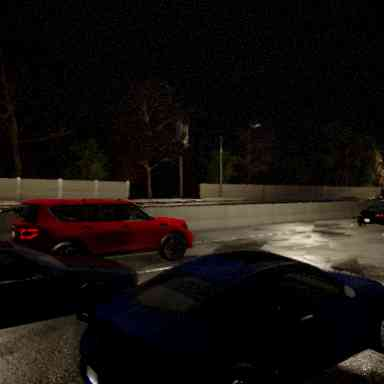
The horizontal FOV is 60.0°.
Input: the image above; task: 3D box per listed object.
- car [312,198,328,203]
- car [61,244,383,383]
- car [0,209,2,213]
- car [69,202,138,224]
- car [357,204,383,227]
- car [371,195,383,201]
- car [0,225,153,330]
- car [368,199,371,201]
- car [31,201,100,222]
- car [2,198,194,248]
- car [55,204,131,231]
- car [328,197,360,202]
[{"bbox_3d":[21.548,1.597,53.730,4.718,1.301,1.895,0,0,-35],"label":"car"},{"bbox_3d":[0.953,1.523,4.430,4.674,1.442,1.812,0,0,-36],"label":"car"},{"bbox_3d":[-13.685,1.546,28.632,5.357,1.411,2.033,0,0,-35],"label":"car"},{"bbox_3d":[-6.639,1.521,25.070,4.674,1.442,1.812,0,0,-35],"label":"car"},{"bbox_3d":[12.292,1.511,21.136,4.674,1.442,1.812,0,0,-36],"label":"car"},{"bbox_3d":[26.860,1.215,44.646,5.566,2.045,2.150,0,0,-35],"label":"car"},{"bbox_3d":[-3.549,1.548,5.514,5.357,1.411,2.033,0,0,-36],"label":"car"},{"bbox_3d":[27.314,1.561,49.248,4.181,1.385,1.994,0,0,-35],"label":"car"},{"bbox_3d":[-10.123,1.502,26.871,4.892,1.490,1.837,0,0,-36],"label":"car"},{"bbox_3d":[-2.599,1.219,10.493,5.566,2.045,2.150,0,0,-36],"label":"car"},{"bbox_3d":[-6.237,1.560,21.045,4.181,1.385,1.994,0,0,-36],"label":"car"},{"bbox_3d":[23.643,1.543,50.922,5.357,1.411,2.033,0,0,-35],"label":"car"}]
